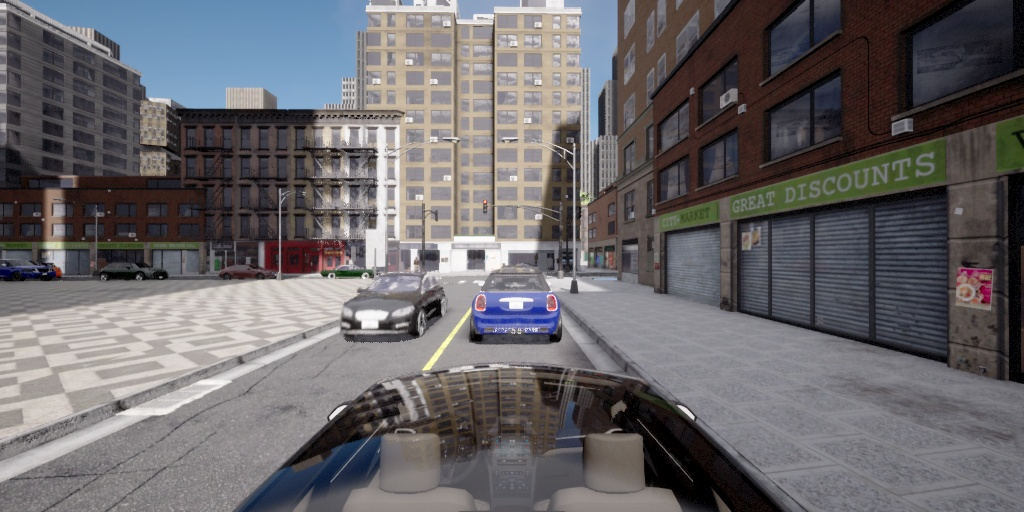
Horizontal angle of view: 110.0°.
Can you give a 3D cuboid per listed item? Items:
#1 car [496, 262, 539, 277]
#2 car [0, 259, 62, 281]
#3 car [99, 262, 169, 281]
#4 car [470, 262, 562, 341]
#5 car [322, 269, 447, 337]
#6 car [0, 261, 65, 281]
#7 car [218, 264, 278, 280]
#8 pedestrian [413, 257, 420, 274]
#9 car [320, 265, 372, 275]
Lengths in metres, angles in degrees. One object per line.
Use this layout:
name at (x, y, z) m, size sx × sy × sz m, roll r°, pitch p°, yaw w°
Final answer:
car at (0.509, 1.294, 35.370) m, size 4.181 × 1.385 × 1.994 m, roll -1°, pitch 0°, yaw -1°
car at (-43.908, 1.256, 31.551) m, size 5.566 × 2.045 × 2.150 m, roll 0°, pitch 0°, yaw 0°
car at (-33.287, 1.323, 31.671) m, size 4.553 × 1.767 × 2.097 m, roll 0°, pitch 0°, yaw -1°
car at (0.085, 1.101, 9.979) m, size 2.097 × 1.767 × 4.553 m, roll 0°, pitch 0°, yaw 0°
car at (-3.123, 1.240, 10.318) m, size 2.128 × 1.511 × 4.902 m, roll 0°, pitch 0°, yaw 0°
car at (-46.862, 1.411, 34.663) m, size 4.553 × 1.767 × 2.097 m, roll 0°, pitch 0°, yaw -2°
car at (-23.339, 1.433, 31.829) m, size 4.674 × 1.442 × 1.812 m, roll 0°, pitch 0°, yaw -1°
pedestrian at (-10.244, 0.969, 38.247) m, size 0.375 × 1.860 × 0.375 m, roll 0°, pitch 0°, yaw -1°
car at (-14.269, 1.442, 31.948) m, size 4.718 × 1.301 × 1.895 m, roll 0°, pitch 0°, yaw -1°
